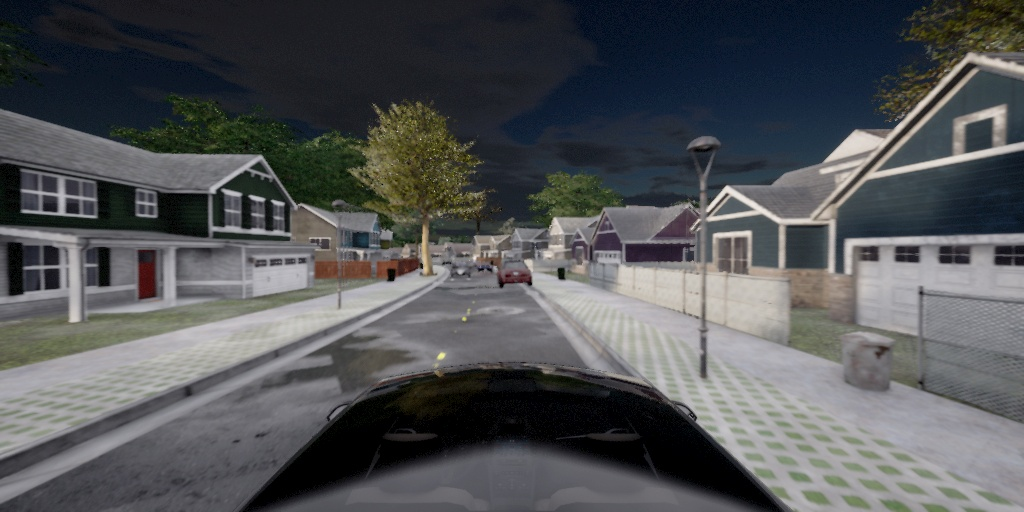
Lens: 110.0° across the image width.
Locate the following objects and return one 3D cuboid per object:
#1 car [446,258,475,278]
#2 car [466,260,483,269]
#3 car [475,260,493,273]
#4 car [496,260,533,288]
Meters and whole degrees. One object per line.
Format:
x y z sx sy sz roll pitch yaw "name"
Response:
-4.846 1.246 34.149 2.128 1.511 4.902 0 0 -7 "car"
-6.074 1.302 57.969 2.033 1.411 5.357 0 0 -13 "car"
-3.456 1.351 44.281 1.895 1.301 4.718 0 0 -9 "car"
0.076 1.071 23.916 2.097 1.767 4.553 -2 0 -5 "car"
